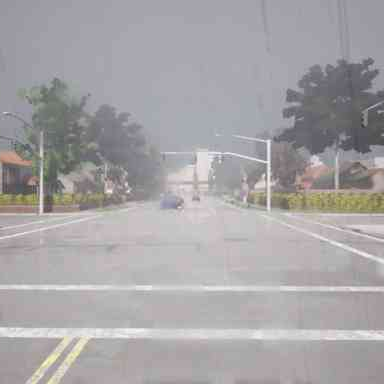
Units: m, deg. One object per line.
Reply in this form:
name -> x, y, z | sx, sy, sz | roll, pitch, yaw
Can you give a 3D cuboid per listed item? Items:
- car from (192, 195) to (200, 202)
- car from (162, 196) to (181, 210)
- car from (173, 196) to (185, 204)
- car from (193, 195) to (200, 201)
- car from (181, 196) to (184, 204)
car -> 1.008, 1.500, 79.044 | 1.837, 1.490, 4.892 | 0, 0, 0
car -> -2.847, 1.478, 43.235 | 1.882, 1.535, 5.008 | 0, 0, 0
car -> -2.611, 1.547, 66.599 | 2.033, 1.411, 5.357 | 0, 0, 1
car -> 1.082, 1.514, 89.442 | 1.812, 1.442, 4.674 | 0, 0, 0
car -> -2.775, 1.352, 52.587 | 2.097, 1.767, 4.553 | 0, 0, 0
